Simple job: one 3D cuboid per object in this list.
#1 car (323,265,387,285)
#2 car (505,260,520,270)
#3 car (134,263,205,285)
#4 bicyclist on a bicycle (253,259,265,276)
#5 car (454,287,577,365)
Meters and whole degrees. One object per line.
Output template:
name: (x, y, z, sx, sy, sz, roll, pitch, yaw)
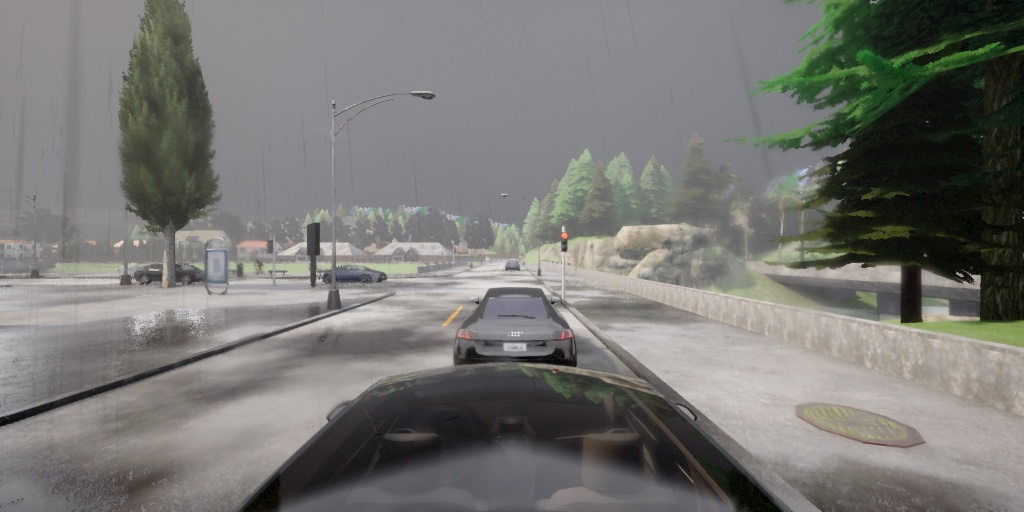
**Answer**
car: (-11.146, 1.314, 25.577, 4.181, 1.385, 1.994, 0, 0, 3)
car: (0.084, 1.314, 50.986, 1.994, 1.385, 4.181, 0, 0, 0)
car: (-24.037, 1.251, 25.722, 4.892, 1.490, 1.837, 1, 0, 0)
bicyclist on a bicycle: (-24.099, 1.099, 34.120, 0.582, 1.620, 1.656, 0, 0, 0)
car: (0.064, 1.314, 7.295, 1.994, 1.385, 4.181, 0, 0, 0)
